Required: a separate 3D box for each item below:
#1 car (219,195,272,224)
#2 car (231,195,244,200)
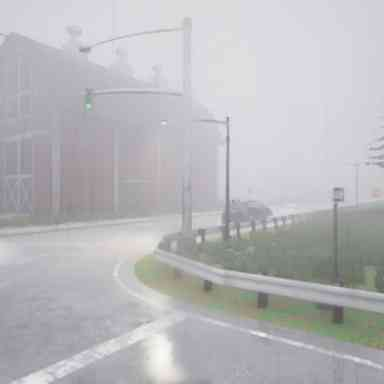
[{"bbox_3d":[4.041,1.354,23.886,2.097,1.767,4.553,0,0,36],"label":"car"},{"bbox_3d":[12.350,1.477,89.412,1.784,1.438,3.905,0,0,36],"label":"car"}]
